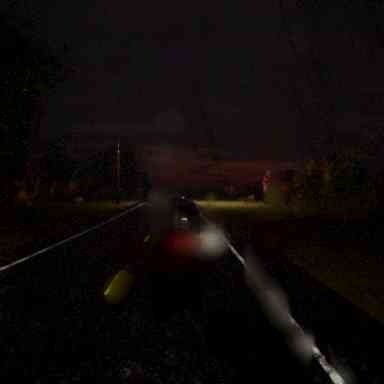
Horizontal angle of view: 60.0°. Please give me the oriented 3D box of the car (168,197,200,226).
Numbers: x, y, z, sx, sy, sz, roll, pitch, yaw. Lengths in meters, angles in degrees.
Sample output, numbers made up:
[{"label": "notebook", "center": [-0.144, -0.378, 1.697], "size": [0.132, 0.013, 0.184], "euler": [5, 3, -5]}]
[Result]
[{"label": "car", "center": [-0.531, 1.333, 22.003], "size": [1.837, 1.490, 4.892], "euler": [0, 1, -3]}]

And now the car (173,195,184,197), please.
[{"label": "car", "center": [-1.713, 1.156, 42.241], "size": [2.128, 1.511, 4.902], "euler": [0, 0, -4]}]

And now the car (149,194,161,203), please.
[{"label": "car", "center": [-6.180, 1.105, 56.065], "size": [2.033, 1.411, 5.357], "euler": [0, 0, -4]}]
